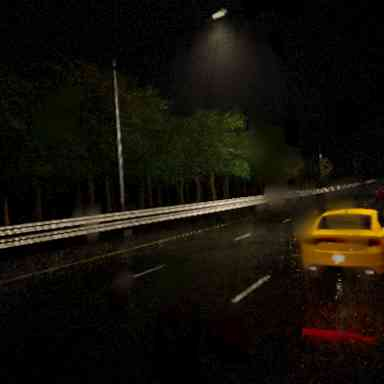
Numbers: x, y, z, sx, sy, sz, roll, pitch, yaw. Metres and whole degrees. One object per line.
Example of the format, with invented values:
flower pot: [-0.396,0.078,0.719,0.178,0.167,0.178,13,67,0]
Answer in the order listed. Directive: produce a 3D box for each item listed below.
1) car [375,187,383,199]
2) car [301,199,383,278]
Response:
car: [20.174,0.238,34.501,1.882,1.535,5.008,-4,0,32]
car: [4.494,1.207,9.352,1.882,1.535,5.008,-4,0,32]
